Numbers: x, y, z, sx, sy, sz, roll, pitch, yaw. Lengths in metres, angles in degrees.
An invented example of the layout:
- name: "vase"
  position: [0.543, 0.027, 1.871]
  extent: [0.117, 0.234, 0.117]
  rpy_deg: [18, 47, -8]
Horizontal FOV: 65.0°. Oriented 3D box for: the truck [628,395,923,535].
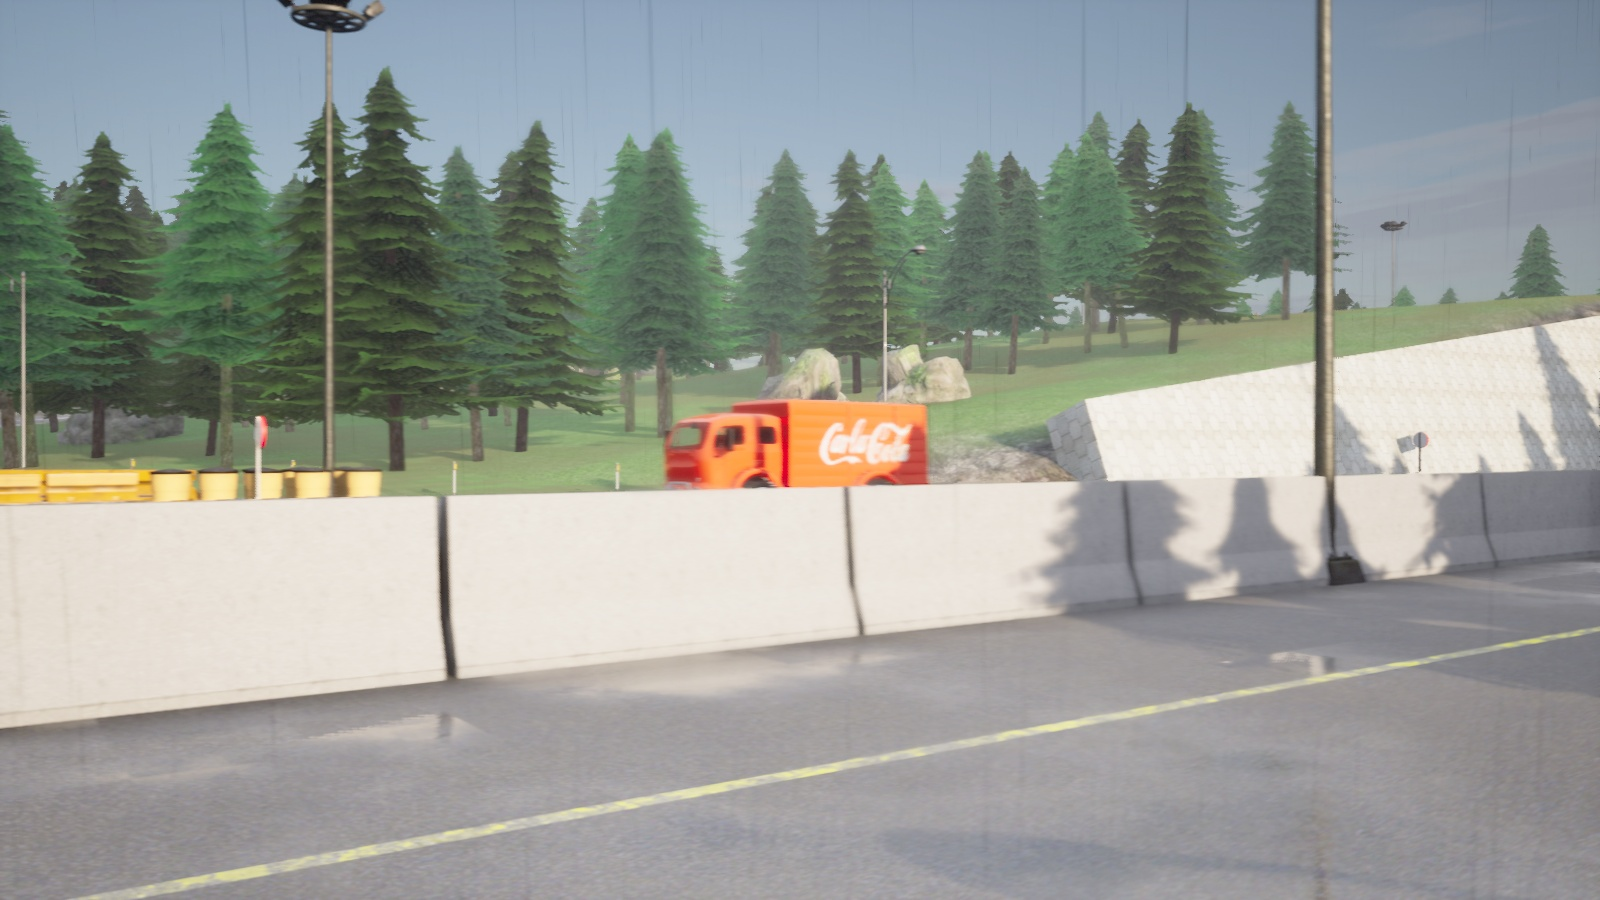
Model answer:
- name: "truck"
  position: [-0.432, 0.268, 24.683]
  extent: [5.204, 2.467, 2.627]
  rpy_deg: [0, 0, -35]
